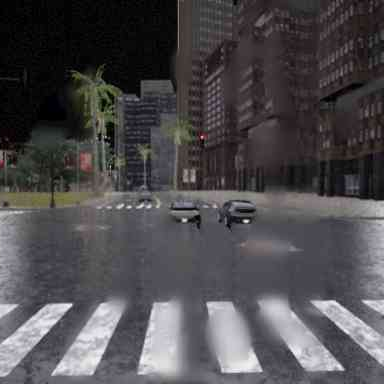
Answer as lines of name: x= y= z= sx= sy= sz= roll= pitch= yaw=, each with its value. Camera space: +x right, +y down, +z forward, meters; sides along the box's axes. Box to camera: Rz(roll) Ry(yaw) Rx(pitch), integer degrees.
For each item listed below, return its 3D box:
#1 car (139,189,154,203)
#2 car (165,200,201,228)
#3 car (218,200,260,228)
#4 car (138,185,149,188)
car: x=-6.113 y=0.701 z=44.419 sx=2.033 sy=1.411 sz=5.357 roll=0 pitch=1 yaw=-7
car: x=-0.534 y=1.209 z=19.735 sx=2.128 sy=1.511 sz=4.902 roll=0 pitch=1 yaw=-3
car: x=2.711 y=1.222 z=19.844 sx=1.837 sy=1.490 sz=4.892 roll=0 pitch=1 yaw=-3
car: x=-11.232 y=-0.568 z=77.021 sx=2.150 sy=2.045 sz=5.566 roll=0 pitch=1 yaw=-11
